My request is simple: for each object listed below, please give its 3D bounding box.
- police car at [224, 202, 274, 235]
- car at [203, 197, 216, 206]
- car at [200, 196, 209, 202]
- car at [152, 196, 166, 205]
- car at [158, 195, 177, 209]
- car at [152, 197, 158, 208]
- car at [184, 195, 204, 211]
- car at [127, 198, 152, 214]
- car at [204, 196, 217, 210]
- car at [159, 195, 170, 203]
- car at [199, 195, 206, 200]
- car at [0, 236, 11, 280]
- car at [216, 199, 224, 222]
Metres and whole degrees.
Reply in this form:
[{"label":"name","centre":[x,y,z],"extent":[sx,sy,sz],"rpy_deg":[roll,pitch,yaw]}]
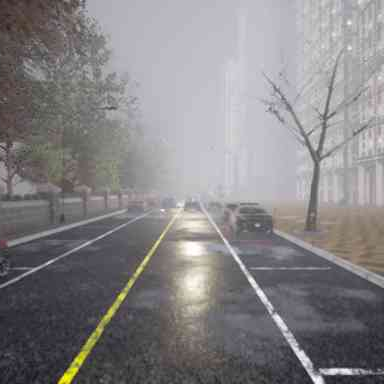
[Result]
[{"label":"police car","centre":[3.139,1.387,18.495],"extent":[1.930,1.638,5.238],"rpy_deg":[0,0,0]},{"label":"car","centre":[2.705,1.493,52.029],"extent":[1.802,1.307,4.206],"rpy_deg":[0,0,0]},{"label":"car","centre":[2.711,1.474,74.558],"extent":[1.802,1.307,4.206],"rpy_deg":[0,0,0]},{"label":"car","centre":[-5.674,1.450,57.663],"extent":[1.887,1.381,4.507],"rpy_deg":[0,0,0]},{"label":"car","centre":[-3.071,1.398,44.620],"extent":[1.882,1.535,5.008],"rpy_deg":[0,0,0]},{"label":"car","centre":[-5.677,1.463,46.399],"extent":[1.887,1.381,4.507],"rpy_deg":[0,0,0]},{"label":"car","centre":[0.057,1.420,39.323],"extent":[2.128,1.511,4.902],"rpy_deg":[0,0,0]},{"label":"car","centre":[-5.680,1.479,35.135],"extent":[1.887,1.381,4.507],"rpy_deg":[0,0,0]},{"label":"car","centre":[2.702,1.476,40.764],"extent":[2.008,1.369,4.403],"rpy_deg":[0,0,0]},{"label":"car","centre":[-5.671,1.422,68.759],"extent":[1.752,1.417,4.829],"rpy_deg":[0,0,0]},{"label":"car","centre":[2.714,1.469,85.823],"extent":[1.802,1.307,4.206],"rpy_deg":[0,0,0]},{"label":"car","centre":[-5.687,1.425,6.973],"extent":[1.967,1.590,4.097],"rpy_deg":[0,0,0]},{"label":"car","centre":[3.156,1.475,25.385],"extent":[1.812,1.442,4.674],"rpy_deg":[0,0,0]}]
